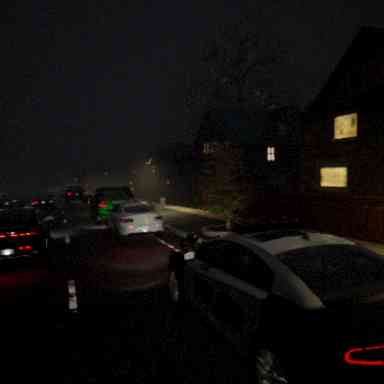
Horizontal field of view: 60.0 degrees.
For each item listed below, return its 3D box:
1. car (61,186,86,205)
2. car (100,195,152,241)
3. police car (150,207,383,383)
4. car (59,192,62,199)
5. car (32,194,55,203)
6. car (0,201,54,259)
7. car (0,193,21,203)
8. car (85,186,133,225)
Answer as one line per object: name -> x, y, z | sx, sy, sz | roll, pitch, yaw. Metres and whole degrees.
car -> -13.480, 0.325, 38.336 | 2.150, 2.045, 5.566 | -3, 2, -23
car -> -2.550, 1.096, 14.126 | 1.812, 1.442, 4.674 | -3, 2, -21
police car -> 1.037, 1.199, 4.838 | 1.930, 1.638, 5.238 | -3, 2, -21
car -> -20.472, 0.357, 54.271 | 1.994, 1.385, 4.181 | -3, 2, -24
car -> -14.065, 0.909, 31.576 | 2.033, 1.411, 5.357 | -3, 2, -23
car -> -5.805, 1.295, 11.115 | 1.837, 1.490, 4.892 | -3, 2, -21
car -> -19.843, 0.891, 36.354 | 2.128, 1.511, 4.902 | -3, 2, -23
car -> -4.797, 0.674, 19.755 | 2.150, 2.045, 5.566 | -3, 2, -22
